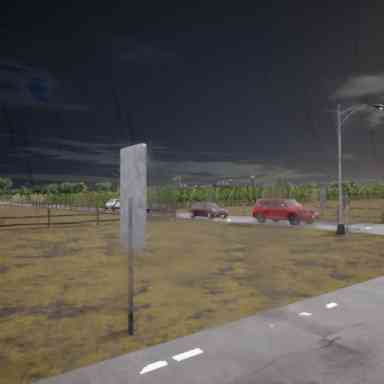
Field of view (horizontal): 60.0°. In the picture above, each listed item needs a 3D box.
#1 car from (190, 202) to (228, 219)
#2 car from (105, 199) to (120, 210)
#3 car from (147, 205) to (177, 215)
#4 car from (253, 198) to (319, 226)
[{"bbox_3d":[1.737,1.854,34.829,2.097,1.767,4.553,0,-1,-36],"label":"car"},{"bbox_3d":[-14.580,2.346,62.481,2.150,2.045,5.566,0,-1,-36],"label":"car"},{"bbox_3d":[-3.852,2.288,42.585,1.895,1.301,4.718,0,-1,-36],"label":"car"},{"bbox_3d":[7.408,1.537,26.955,2.150,2.045,5.566,0,-1,-36],"label":"car"}]
